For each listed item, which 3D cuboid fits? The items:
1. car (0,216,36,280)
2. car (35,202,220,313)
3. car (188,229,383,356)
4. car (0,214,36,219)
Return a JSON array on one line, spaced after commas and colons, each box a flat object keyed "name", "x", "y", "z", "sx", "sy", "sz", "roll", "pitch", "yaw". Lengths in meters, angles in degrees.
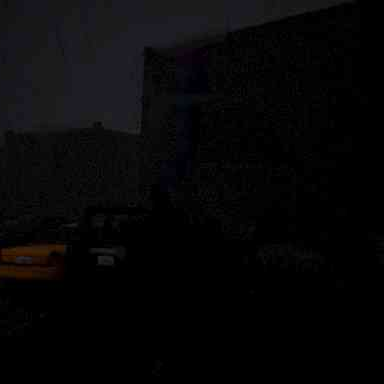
[{"name": "car", "x": -3.022, "y": 1.525, "z": 9.806, "sx": 1.946, "sy": 1.575, "sz": 5.366, "roll": -1, "pitch": -1, "yaw": 15}, {"name": "car", "x": -0.677, "y": 1.251, "z": 7.964, "sx": 2.435, "sy": 2.045, "sz": 5.566, "roll": 0, "pitch": -1, "yaw": 15}, {"name": "car", "x": 1.705, "y": 1.482, "z": 6.227, "sx": 2.231, "sy": 1.521, "sz": 4.892, "roll": 0, "pitch": -1, "yaw": 15}, {"name": "car", "x": -5.464, "y": 1.557, "z": 11.330, "sx": 2.097, "sy": 1.535, "sz": 5.008, "roll": 0, "pitch": -1, "yaw": 15}]
